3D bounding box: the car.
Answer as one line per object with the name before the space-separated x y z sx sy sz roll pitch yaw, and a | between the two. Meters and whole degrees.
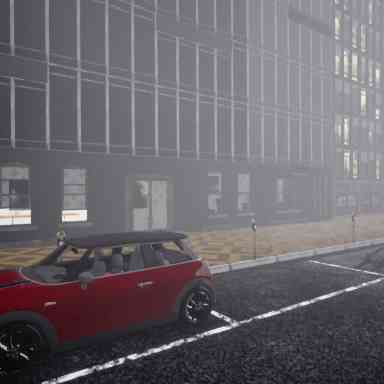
car | -1.639 1.440 5.396 4.097 1.590 1.967 0 0 -35
